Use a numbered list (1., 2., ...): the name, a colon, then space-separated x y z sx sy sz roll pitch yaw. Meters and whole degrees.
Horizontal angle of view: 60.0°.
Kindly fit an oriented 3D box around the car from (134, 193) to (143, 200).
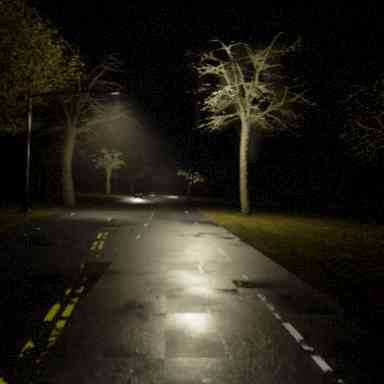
1. car: -12.219 0.965 76.533 2.128 1.511 4.902 2 0 -4
